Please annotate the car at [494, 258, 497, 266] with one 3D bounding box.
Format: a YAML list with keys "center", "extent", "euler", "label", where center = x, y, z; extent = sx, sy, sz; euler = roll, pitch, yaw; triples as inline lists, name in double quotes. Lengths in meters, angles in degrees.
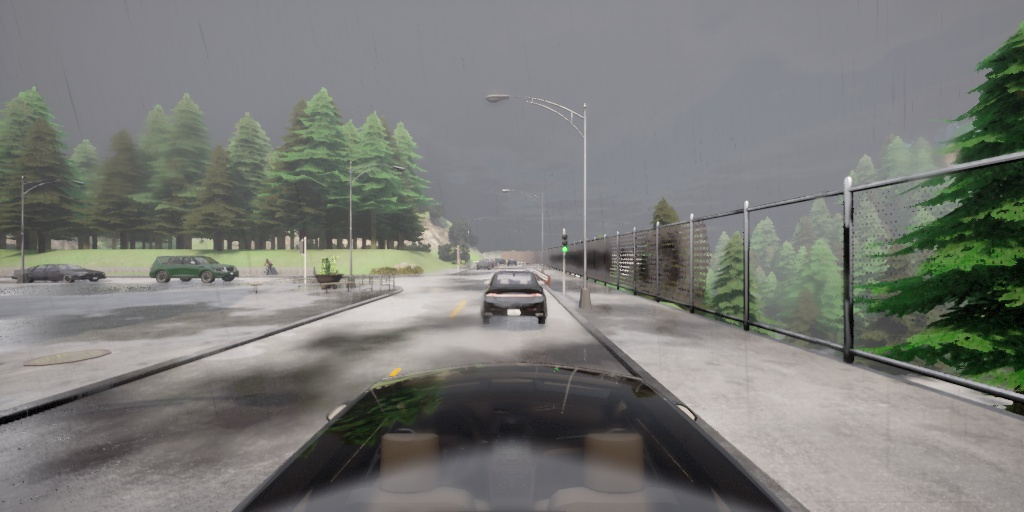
- center: [-4.062, 1.255, 61.973]
  extent: [1.882, 1.535, 5.008]
  euler: [0, 0, 0]
  label: "car"

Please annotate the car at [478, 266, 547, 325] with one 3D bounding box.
- center: [0.072, 1.246, 11.749]
  extent: [2.128, 1.511, 4.902]
  euler: [0, 0, 0]
  label: "car"

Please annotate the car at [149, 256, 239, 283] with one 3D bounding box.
- center: [-23.955, 0.983, 27.116]
  extent: [5.566, 2.045, 2.150]
  euler: [0, 0, 0]
  label: "car"

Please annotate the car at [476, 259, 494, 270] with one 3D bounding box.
- center: [-4.089, 1.278, 52.450]
  extent: [1.837, 1.490, 4.892]
  euler: [0, 0, 0]
  label: "car"

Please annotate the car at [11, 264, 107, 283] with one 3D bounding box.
- center: [-34.210, 1.309, 27.126]
  extent: [5.357, 1.411, 2.033]
  euler: [0, 0, 0]
  label: "car"

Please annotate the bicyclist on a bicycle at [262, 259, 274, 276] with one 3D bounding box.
- center: [-24.152, 1.114, 35.513]
  extent: [0.582, 1.620, 1.656]
  euler: [0, 0, 0]
  label: "bicyclist on a bicycle"
